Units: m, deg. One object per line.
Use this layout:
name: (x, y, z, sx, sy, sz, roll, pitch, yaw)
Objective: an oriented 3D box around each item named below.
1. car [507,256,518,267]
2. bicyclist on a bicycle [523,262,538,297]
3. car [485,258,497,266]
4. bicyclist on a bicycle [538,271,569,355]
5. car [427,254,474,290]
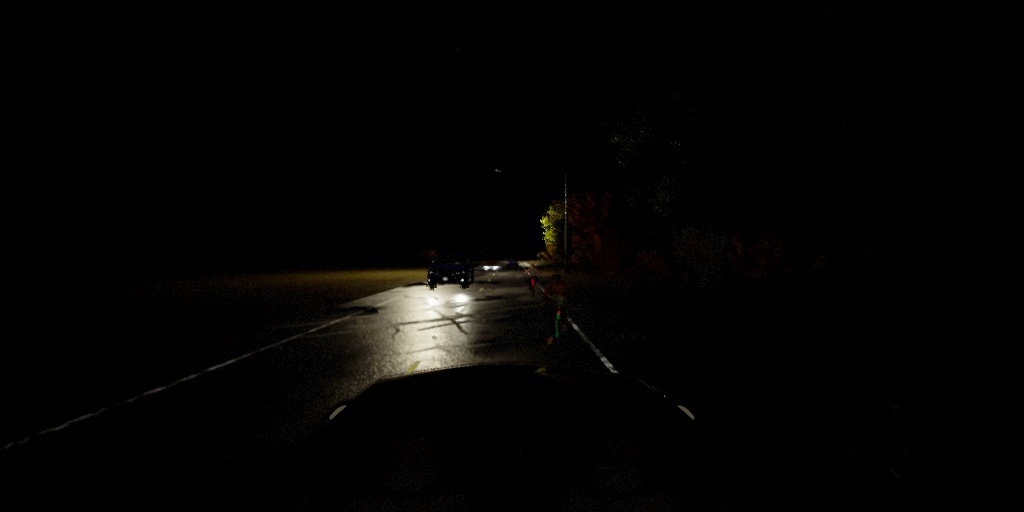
car: (0.081, 1.013, 57.319, 2.033, 1.411, 5.357, 0, 0, 0)
bicyclist on a bicycle: (0.981, 1.107, 17.280, 0.866, 1.612, 1.509, 0, 0, 0)
car: (-3.572, 1.041, 62.178, 1.895, 1.301, 4.718, 0, 0, 1)
bicyclist on a bicycle: (0.961, 1.172, 7.661, 0.582, 1.620, 1.656, 0, 0, 0)
car: (-3.606, 0.867, 22.120, 2.150, 2.045, 5.566, 0, 0, 0)
